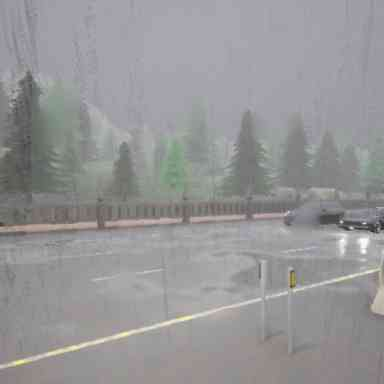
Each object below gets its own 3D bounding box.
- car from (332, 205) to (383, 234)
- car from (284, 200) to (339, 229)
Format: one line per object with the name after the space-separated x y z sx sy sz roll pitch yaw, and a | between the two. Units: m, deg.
11.054 1.614 19.925 5.357 1.411 2.033 0 0 -34 | car
8.271 1.416 22.273 4.553 1.767 2.097 0 0 -34 | car
